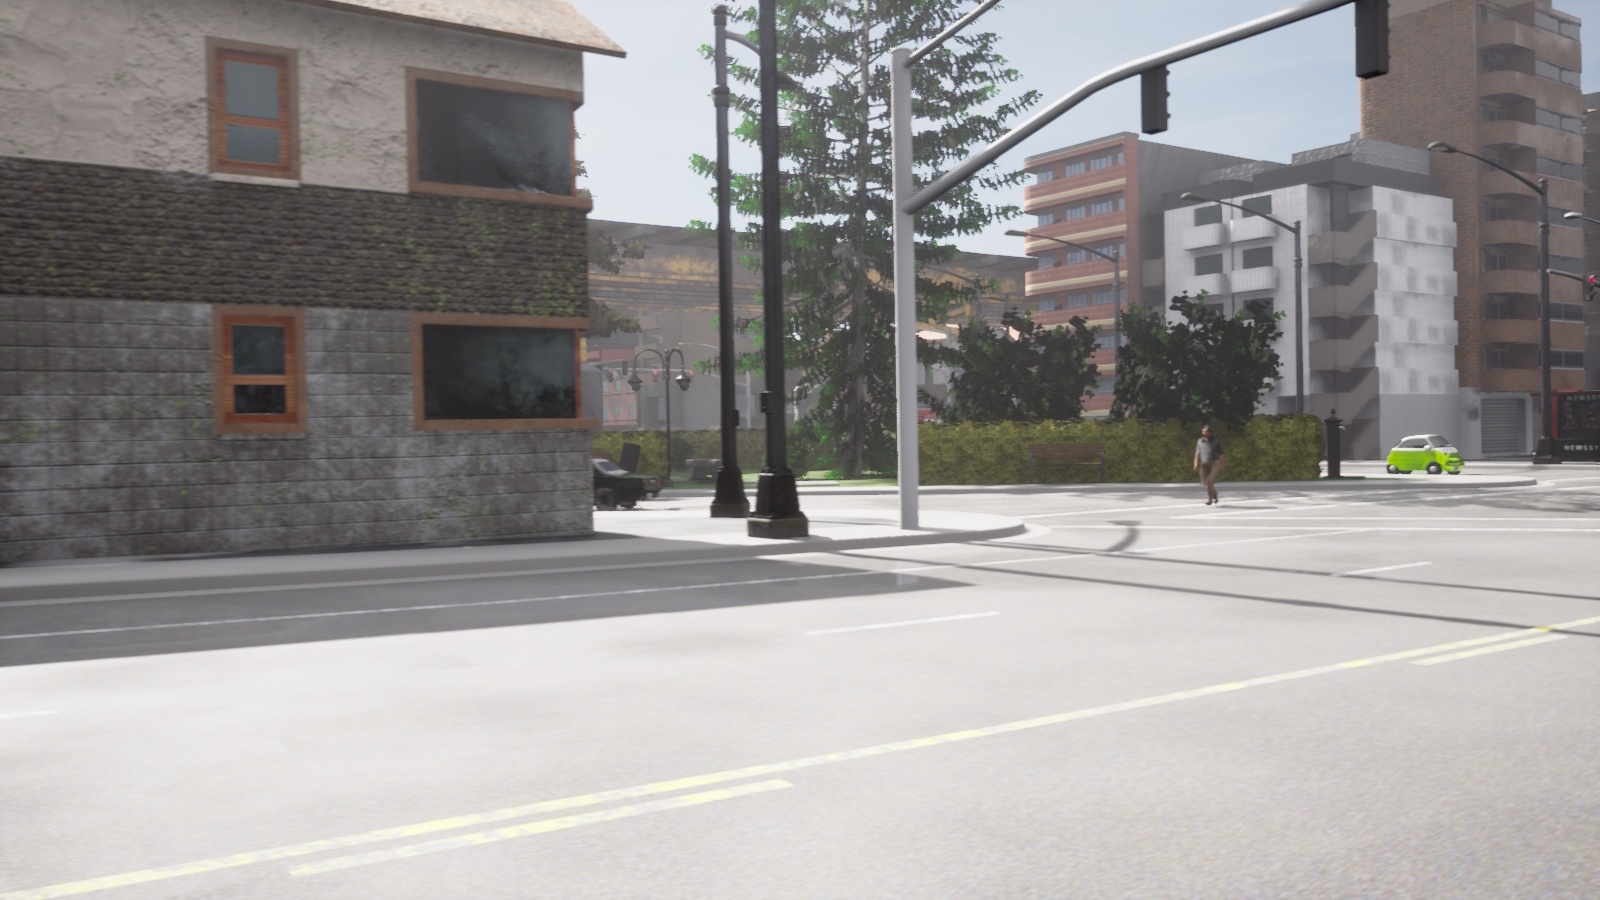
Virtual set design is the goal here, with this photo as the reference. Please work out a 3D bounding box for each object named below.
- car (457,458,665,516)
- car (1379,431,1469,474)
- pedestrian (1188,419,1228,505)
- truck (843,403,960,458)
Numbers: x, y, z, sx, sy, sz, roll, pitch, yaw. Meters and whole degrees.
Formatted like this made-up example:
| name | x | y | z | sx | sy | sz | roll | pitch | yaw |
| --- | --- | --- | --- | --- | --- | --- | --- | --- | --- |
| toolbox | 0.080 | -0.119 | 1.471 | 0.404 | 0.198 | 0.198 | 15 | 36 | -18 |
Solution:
| name | x | y | z | sx | sy | sz | roll | pitch | yaw |
| --- | --- | --- | --- | --- | --- | --- | --- | --- | --- |
| car | -5.942 | 0.921 | 31.488 | 4.718 | 1.301 | 1.895 | -1 | 1 | 11 |
| car | 20.851 | 0.087 | 42.006 | 1.481 | 1.376 | 2.207 | -2 | 1 | -34 |
| pedestrian | 8.993 | 0.256 | 27.669 | 0.540 | 1.848 | 0.694 | -1 | 1 | 45 |
| truck | 7.456 | -1.447 | 91.204 | 8.468 | 3.827 | 2.891 | -2 | 1 | -35 |
